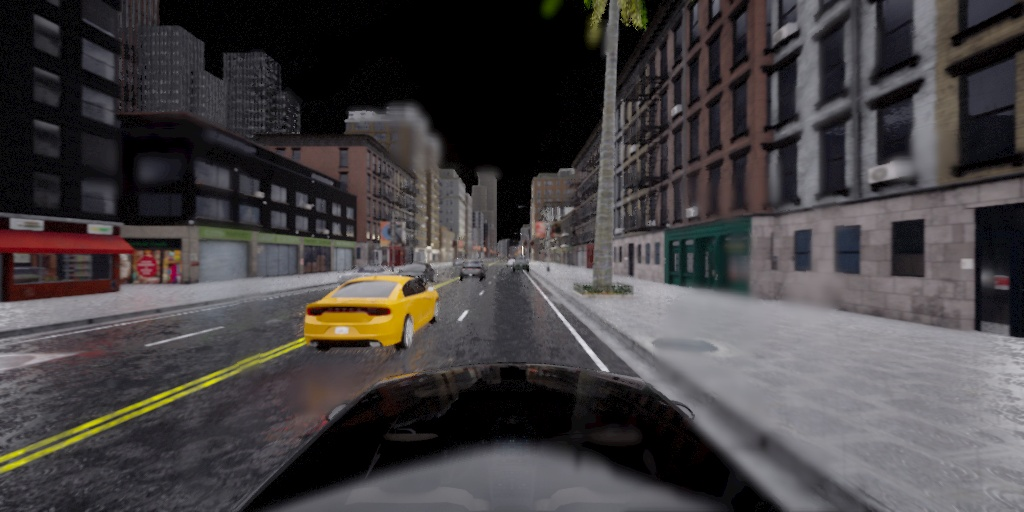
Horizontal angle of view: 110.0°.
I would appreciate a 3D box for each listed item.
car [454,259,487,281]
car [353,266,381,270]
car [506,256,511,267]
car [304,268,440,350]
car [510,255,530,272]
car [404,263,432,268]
[{"bbox_3d":[-3.162,1.238,29.657,2.128,1.511,4.902,0,0,0],"label":"car"},{"bbox_3d":[-9.858,1.347,24.181,1.895,1.301,4.718,0,0,0],"label":"car"},{"bbox_3d":[-0.026,1.264,65.063,1.812,1.442,4.674,0,0,0],"label":"car"},{"bbox_3d":[-3.154,1.226,9.119,1.882,1.535,5.008,0,0,0],"label":"car"},{"bbox_3d":[1.118,1.095,45.690,2.097,1.767,4.553,0,0,0],"label":"car"},{"bbox_3d":[-6.607,1.251,24.967,1.837,1.490,4.892,0,0,0],"label":"car"}]
